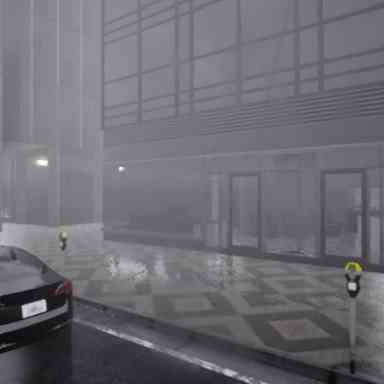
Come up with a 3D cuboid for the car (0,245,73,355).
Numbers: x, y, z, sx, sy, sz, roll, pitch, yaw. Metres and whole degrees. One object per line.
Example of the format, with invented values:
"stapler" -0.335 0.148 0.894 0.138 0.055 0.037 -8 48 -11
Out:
"car" -3.795 1.594 5.623 4.313 1.339 1.947 0 0 35
